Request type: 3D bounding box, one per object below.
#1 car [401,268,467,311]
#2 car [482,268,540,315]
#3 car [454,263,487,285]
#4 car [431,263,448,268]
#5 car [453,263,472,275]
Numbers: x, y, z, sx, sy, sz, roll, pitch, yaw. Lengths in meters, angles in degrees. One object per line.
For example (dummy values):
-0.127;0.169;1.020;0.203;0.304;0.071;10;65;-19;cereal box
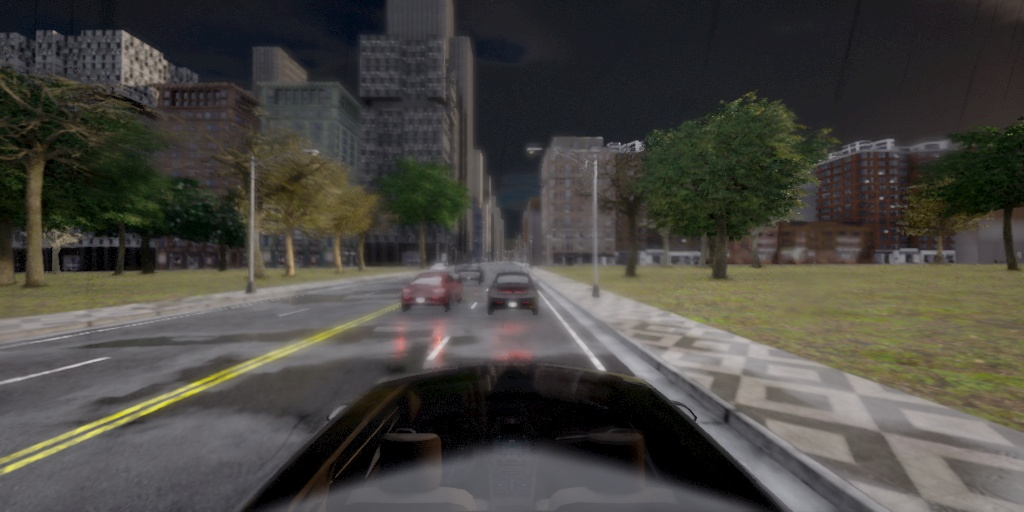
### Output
-3.197;1.392;14.906;1.812;1.442;4.674;0;0;0;car
0.048;1.367;14.273;1.837;1.490;4.892;0;0;1;car
-3.199;1.492;29.257;2.128;1.511;4.902;0;0;0;car
-9.838;1.712;48.374;1.812;1.442;4.674;0;-1;0;car
-6.589;1.691;48.376;1.837;1.490;4.892;0;-1;0;car
